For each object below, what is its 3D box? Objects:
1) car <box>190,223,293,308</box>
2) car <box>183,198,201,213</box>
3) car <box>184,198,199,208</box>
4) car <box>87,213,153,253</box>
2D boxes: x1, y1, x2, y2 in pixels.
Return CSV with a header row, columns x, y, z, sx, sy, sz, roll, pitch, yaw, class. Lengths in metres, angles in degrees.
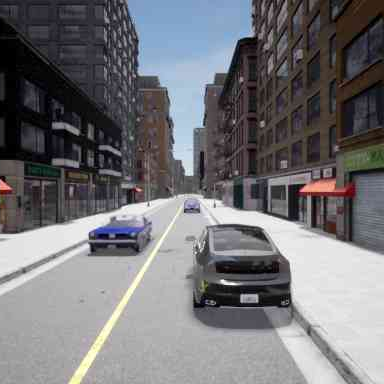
x,y,z,sx,sy,sz,roll,pitch,yaw,class
0.940,1.503,7.885,1.837,1.490,4.892,0,0,0,car
0.002,1.518,37.041,2.033,1.411,5.357,0,0,0,car
-0.094,1.520,47.468,1.994,1.385,4.181,0,0,0,car
-2.778,1.593,13.756,1.895,1.301,4.718,0,0,0,car
